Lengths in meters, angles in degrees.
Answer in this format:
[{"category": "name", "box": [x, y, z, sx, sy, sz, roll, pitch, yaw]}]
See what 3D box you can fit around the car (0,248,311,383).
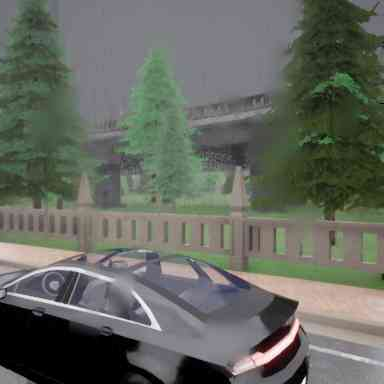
[{"category": "car", "box": [-1.100, 1.491, 4.193, 4.902, 1.511, 2.128, 0, 0, 33]}]
